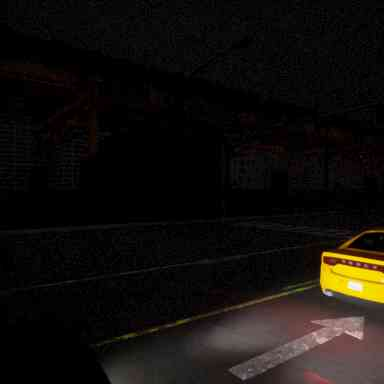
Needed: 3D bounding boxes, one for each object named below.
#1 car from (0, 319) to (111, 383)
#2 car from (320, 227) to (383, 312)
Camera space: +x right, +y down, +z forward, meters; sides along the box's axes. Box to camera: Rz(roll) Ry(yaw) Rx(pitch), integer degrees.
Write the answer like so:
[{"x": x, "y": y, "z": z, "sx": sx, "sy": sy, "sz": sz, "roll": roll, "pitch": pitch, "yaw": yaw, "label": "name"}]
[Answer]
[{"x": -2.773, "y": 1.601, "z": 1.774, "sx": 4.718, "sy": 1.301, "sz": 1.895, "roll": 0, "pitch": 0, "yaw": -35, "label": "car"}, {"x": 4.840, "y": 1.478, "z": 7.180, "sx": 5.008, "sy": 1.535, "sz": 1.882, "roll": 0, "pitch": 0, "yaw": -35, "label": "car"}]
